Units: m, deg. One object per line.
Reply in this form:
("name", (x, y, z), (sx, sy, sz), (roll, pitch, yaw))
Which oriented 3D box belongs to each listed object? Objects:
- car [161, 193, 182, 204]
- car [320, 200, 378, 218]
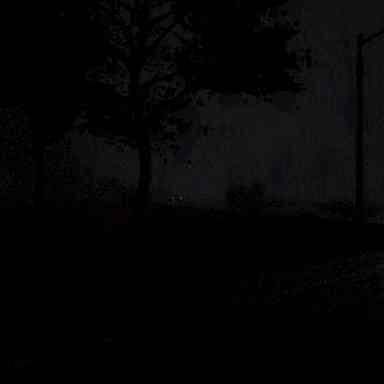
("car", (-3.493, 1.009, 55.214), (2.097, 1.767, 4.553), (0, 1, -35))
("car", (14.123, 1.511, 30.150), (2.128, 1.511, 4.902), (0, 1, -35))
